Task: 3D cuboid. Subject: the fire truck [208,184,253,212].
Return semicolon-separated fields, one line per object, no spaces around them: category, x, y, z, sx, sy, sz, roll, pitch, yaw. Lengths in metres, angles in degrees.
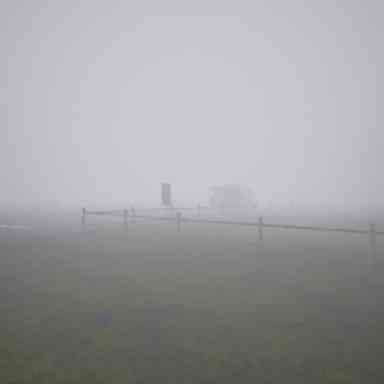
fire truck;5.668;0.900;47.597;2.891;3.827;8.468;-1;-1;36
